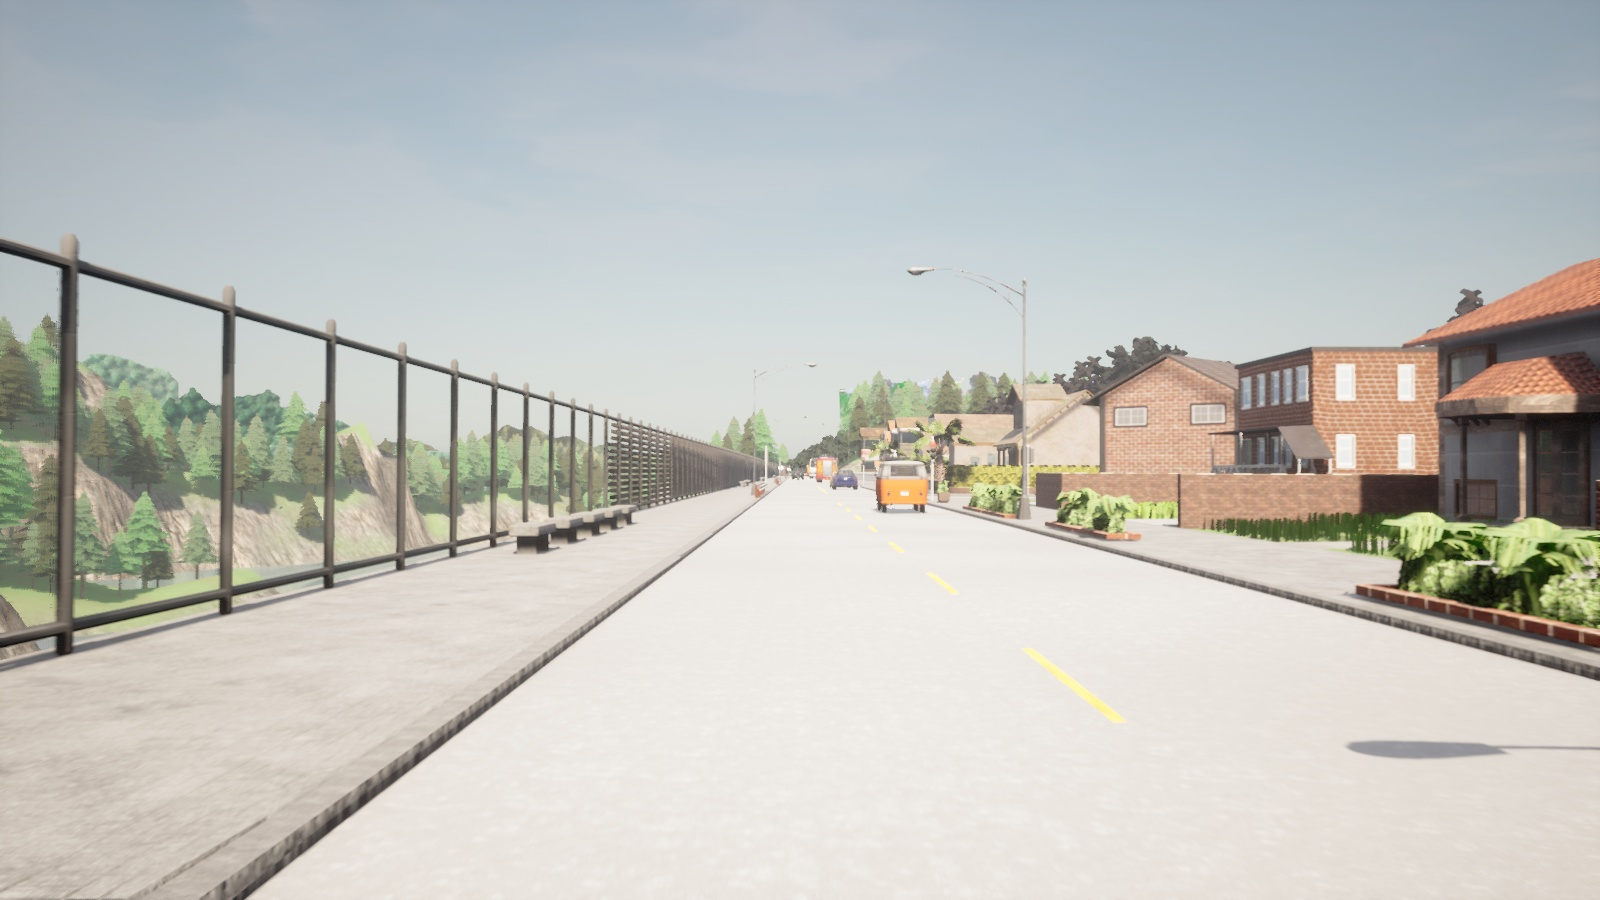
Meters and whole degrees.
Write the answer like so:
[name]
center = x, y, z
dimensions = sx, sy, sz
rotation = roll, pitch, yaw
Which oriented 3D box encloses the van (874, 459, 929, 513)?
[van]
center = 3.921, 1.374, 49.107
dimensions = 1.775, 1.987, 4.442
rotation = 0, -1, 0
